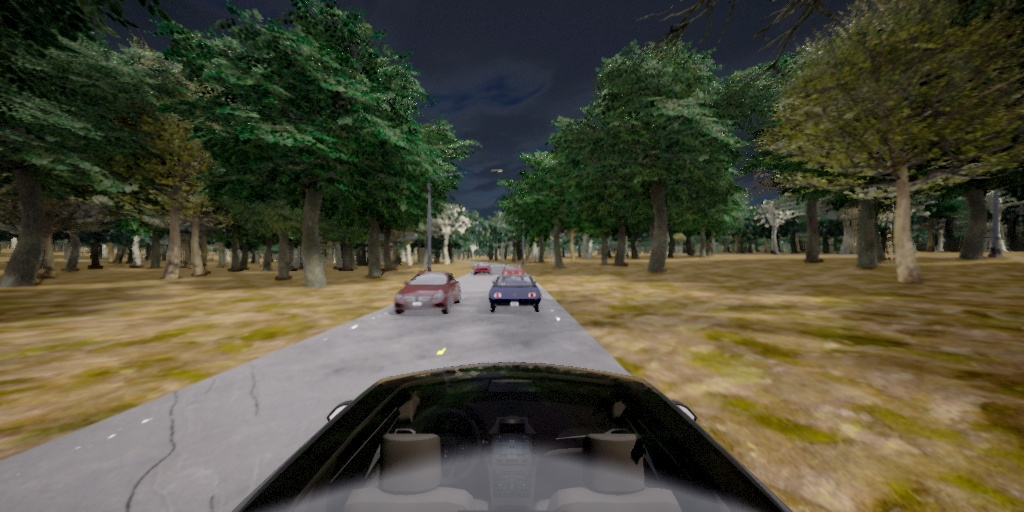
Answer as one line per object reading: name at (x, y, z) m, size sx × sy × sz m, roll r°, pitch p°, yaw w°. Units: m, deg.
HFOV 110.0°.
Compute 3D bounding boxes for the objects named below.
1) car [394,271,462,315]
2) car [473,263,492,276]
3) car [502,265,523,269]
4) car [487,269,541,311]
car at (-3.099, 1.320, 14.029) m, size 1.812 × 1.442 × 4.674 m, roll 0°, pitch 0°, yaw 0°
car at (-3.205, 1.462, 39.676) m, size 1.895 × 1.301 × 4.718 m, roll 0°, pitch 0°, yaw -2°
car at (0.045, 1.446, 32.187) m, size 1.895 × 1.301 × 4.718 m, roll 0°, pitch 0°, yaw -1°
car at (0.097, 1.397, 14.723) m, size 1.895 × 1.301 × 4.718 m, roll 0°, pitch 0°, yaw 0°
